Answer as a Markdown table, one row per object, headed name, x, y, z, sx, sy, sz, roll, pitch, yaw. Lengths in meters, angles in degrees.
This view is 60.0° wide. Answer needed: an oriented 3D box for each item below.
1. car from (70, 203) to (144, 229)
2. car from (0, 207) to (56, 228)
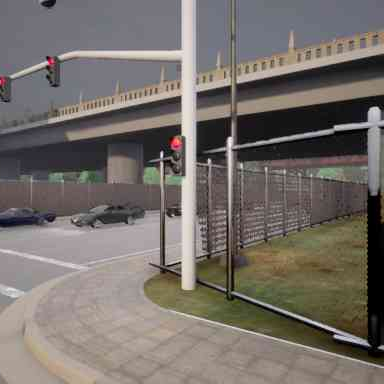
| name | x | y | z | sx | sy | sz | roll | pitch | yaw |
| --- | --- | --- | --- | --- | --- | --- | --- | --- | --- |
| car | -5.826 | 1.561 | 22.517 | 1.837 | 1.490 | 4.892 | 0 | 0 | 35 |
| car | -11.247 | 1.656 | 21.037 | 1.895 | 1.301 | 4.718 | 0 | 0 | 38 |
